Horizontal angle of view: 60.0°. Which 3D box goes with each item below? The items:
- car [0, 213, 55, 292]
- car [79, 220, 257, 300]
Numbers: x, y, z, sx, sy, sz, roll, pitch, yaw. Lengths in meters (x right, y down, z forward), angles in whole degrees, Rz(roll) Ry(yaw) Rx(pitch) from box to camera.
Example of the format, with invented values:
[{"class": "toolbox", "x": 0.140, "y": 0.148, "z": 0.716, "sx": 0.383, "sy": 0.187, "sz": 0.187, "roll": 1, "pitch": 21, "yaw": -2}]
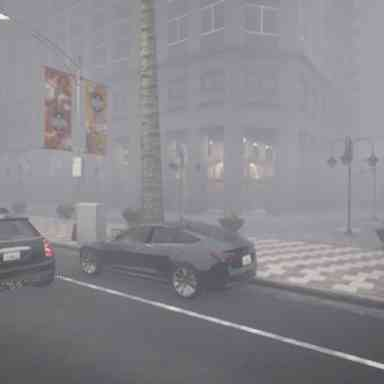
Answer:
[{"class": "car", "x": -5.230, "y": 1.241, "z": 7.712, "sx": 4.553, "sy": 1.767, "sz": 2.097, "roll": 1, "pitch": 1, "yaw": 35}, {"class": "car", "x": -0.768, "y": 1.444, "z": 8.331, "sx": 4.786, "sy": 1.482, "sz": 2.161, "roll": 1, "pitch": 1, "yaw": 35}]
